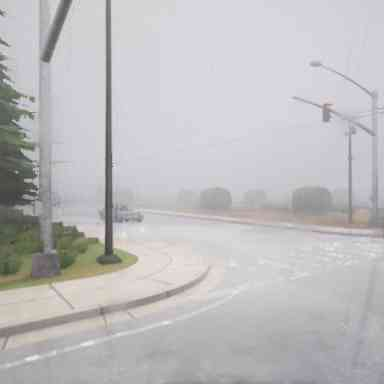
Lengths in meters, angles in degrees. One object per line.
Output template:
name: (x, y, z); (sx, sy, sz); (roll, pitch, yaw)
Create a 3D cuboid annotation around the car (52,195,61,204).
car: (-19.632, 1.071, 45.742); (2.150, 2.045, 5.566); (0, 0, -34)

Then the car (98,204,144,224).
car: (-5.336, 1.610, 24.832); (1.895, 1.301, 4.718); (0, 0, -34)
